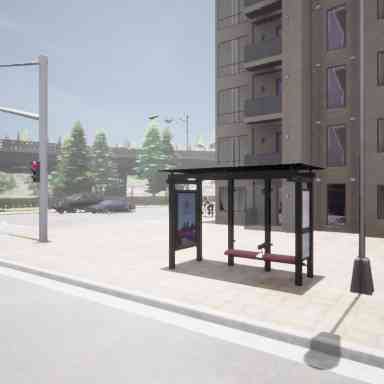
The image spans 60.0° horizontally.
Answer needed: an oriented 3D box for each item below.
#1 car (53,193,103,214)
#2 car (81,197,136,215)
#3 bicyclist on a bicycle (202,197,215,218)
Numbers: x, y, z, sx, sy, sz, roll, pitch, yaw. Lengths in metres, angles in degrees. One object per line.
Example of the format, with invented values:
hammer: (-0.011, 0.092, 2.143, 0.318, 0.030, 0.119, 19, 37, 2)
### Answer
car: (-11.730, 1.165, 35.049, 2.150, 2.045, 5.566, 0, 0, 37)
car: (-8.163, 1.492, 34.014, 2.033, 1.411, 5.357, 0, 0, 37)
bicyclist on a bicycle: (1.253, 1.245, 26.671, 1.656, 1.620, 0.582, 0, 0, 36)
